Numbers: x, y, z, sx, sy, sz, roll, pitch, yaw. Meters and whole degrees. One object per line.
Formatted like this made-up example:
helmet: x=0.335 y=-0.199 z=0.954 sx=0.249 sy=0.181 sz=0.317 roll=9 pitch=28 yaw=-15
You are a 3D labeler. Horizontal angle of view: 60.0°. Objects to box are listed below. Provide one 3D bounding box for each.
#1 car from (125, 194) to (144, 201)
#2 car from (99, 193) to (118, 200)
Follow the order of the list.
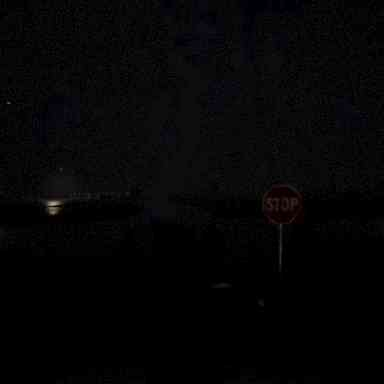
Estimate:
car: x=-10.929 y=0.902 z=62.981 sx=1.882 sy=1.535 sz=5.008 roll=-2 pitch=1 yaw=-37
car: x=-17.831 y=0.945 z=70.820 sx=4.718 sy=1.301 sz=1.895 roll=-1 pitch=1 yaw=42
